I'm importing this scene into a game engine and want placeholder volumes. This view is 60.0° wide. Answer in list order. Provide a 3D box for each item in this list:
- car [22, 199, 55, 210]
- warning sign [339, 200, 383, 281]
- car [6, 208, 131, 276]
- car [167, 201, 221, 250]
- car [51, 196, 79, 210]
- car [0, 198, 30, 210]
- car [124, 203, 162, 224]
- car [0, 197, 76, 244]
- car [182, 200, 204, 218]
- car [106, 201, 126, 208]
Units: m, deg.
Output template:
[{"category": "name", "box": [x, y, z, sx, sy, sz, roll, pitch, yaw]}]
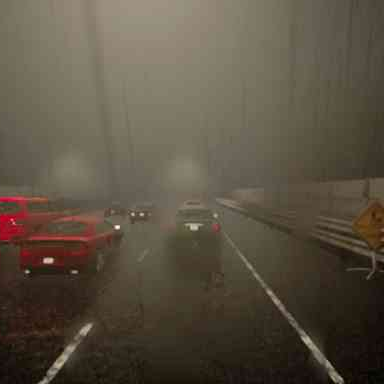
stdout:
[{"category": "car", "box": [-21.056, 1.660, 45.857, 2.033, 1.411, 5.357, 0, 0, 0]}, {"category": "warning sign", "box": [4.547, 1.132, 8.283, 1.300, 1.860, 1.060, 0, -1, 0]}, {"category": "car", "box": [-3.433, 1.499, 10.469, 1.882, 1.535, 5.008, 0, 0, 0]}, {"category": "car", "box": [0.089, 1.383, 14.647, 2.097, 1.767, 4.553, 0, 0, 0]}, {"category": "car", "box": [-17.557, 1.464, 46.118, 2.097, 1.767, 4.553, 0, 0, 0]}, {"category": "car", "box": [-24.554, 1.620, 46.111, 1.837, 1.490, 4.892, 0, -1, 0]}, {"category": "car", "box": [-3.424, 1.603, 25.258, 2.033, 1.411, 5.357, 0, 0, 0]}, {"category": "car", "box": [-6.908, 1.249, 14.174, 2.150, 2.045, 5.566, 0, 0, 0]}, {"category": "car", "box": [0.105, 1.551, 31.857, 1.882, 1.535, 5.008, 0, 0, 0]}, {"category": "car", "box": [-6.897, 1.597, 31.295, 1.812, 1.442, 4.674, 0, 0, 0]}]
